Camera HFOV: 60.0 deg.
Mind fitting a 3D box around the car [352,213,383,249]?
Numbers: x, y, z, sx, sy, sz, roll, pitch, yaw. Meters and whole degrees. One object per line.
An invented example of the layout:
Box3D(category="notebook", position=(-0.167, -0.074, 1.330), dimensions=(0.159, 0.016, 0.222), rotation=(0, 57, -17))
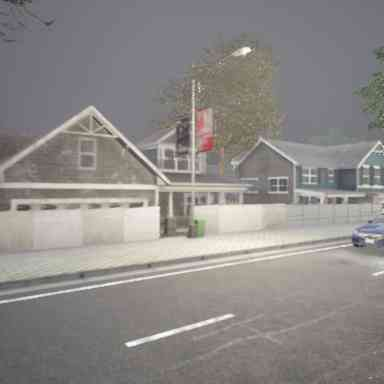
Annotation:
Box3D(category="car", position=(8.527, 1.578, 13.751), dimensions=(4.674, 1.442, 1.812), rotation=(0, 0, -35))
